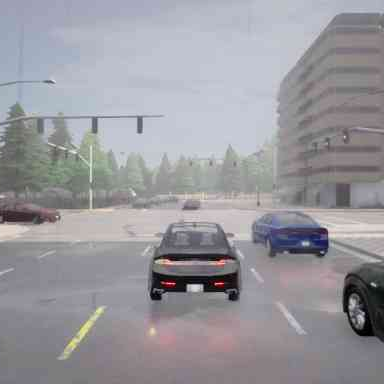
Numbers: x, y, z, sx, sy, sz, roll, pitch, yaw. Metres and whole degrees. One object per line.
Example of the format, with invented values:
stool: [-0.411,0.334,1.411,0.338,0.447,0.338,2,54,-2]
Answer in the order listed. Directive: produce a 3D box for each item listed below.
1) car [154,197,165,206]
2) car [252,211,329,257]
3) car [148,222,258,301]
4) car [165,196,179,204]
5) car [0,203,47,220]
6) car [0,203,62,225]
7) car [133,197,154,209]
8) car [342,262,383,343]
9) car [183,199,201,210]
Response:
car: [-6.356,1.525,56.307,1.812,1.442,4.674,0,0,8]
car: [3.588,1.478,12.970,1.882,1.535,5.008,0,0,0]
car: [0.068,1.492,8.325,2.128,1.511,4.902,0,0,0]
car: [-4.211,1.505,66.276,1.837,1.490,4.892,0,0,20]
car: [-14.794,1.618,28.166,4.181,1.385,1.994,0,0,0]
car: [-11.727,1.506,23.670,5.008,1.535,1.882,-1,-1,16]
car: [-6.975,1.526,46.403,1.812,1.442,4.674,0,0,2]
car: [3.601,1.352,3.818,2.097,1.767,4.553,0,0,0]
car: [0.001,1.562,42.551,1.994,1.385,4.181,0,0,5]
